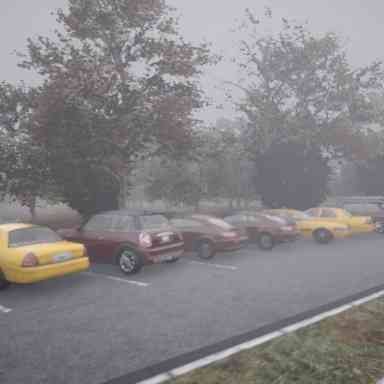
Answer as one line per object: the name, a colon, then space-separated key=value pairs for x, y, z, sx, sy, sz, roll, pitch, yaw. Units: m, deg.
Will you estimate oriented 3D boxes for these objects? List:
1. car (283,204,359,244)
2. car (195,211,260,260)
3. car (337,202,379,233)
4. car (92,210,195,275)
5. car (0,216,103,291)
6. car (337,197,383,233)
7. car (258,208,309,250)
car: x=4.749 y=1.492 z=15.927 sx=5.366 sy=1.575 sz=1.946 roll=-1 pitch=-1 yaw=33
car: x=-0.143 y=1.540 z=12.463 sx=4.674 sy=1.452 sz=2.002 roll=-1 pitch=-1 yaw=34
car: x=6.787 y=1.496 z=17.921 sx=5.366 sy=1.575 sz=1.946 roll=-1 pitch=-1 yaw=33
car: x=-2.505 y=1.375 z=10.692 sx=4.553 sy=1.767 sz=2.185 roll=-1 pitch=-1 yaw=34
car: x=-5.079 y=1.502 z=9.070 sx=5.366 sy=1.575 sz=1.946 roll=-1 pitch=0 yaw=34
car: x=9.312 y=1.369 z=19.616 sx=4.553 sy=1.767 sz=2.185 roll=-1 pitch=-1 yaw=32
car: x=2.229 y=1.539 z=14.235 sx=4.674 sy=1.452 sz=2.002 roll=-1 pitch=-1 yaw=33
